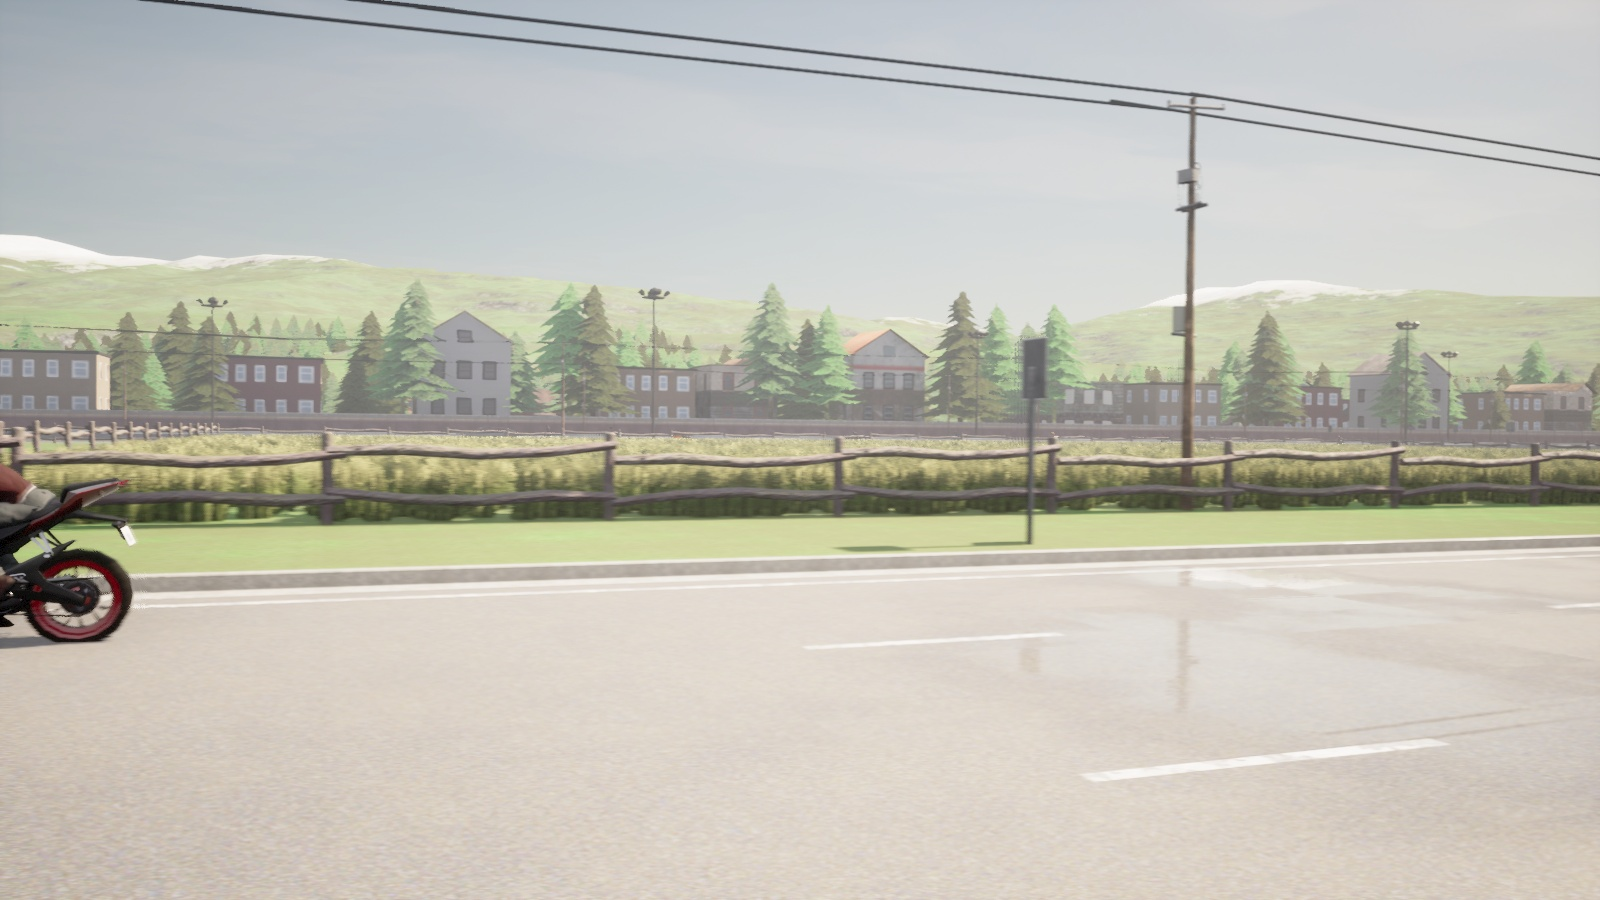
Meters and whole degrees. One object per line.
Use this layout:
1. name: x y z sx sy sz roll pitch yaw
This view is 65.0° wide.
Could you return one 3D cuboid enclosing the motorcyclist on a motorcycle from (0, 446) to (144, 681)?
1. motorcyclist on a motorcycle: -5.763 0.756 8.539 2.191 1.530 0.866 -1 1 -21
